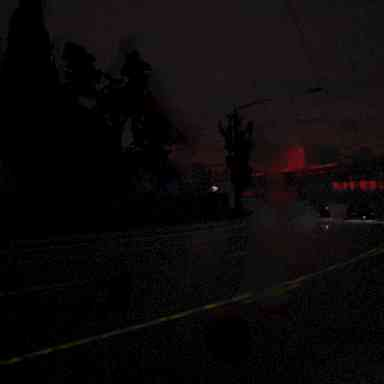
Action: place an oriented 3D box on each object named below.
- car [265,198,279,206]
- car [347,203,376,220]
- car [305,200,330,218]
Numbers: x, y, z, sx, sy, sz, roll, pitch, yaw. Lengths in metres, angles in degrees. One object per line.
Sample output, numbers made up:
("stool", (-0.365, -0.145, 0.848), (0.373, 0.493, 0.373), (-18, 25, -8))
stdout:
("car", (16.994, 2.077, 70.579), (1.837, 1.490, 4.892), (-1, -1, -4))
("car", (15.198, 1.732, 30.085), (2.033, 1.411, 5.357), (-1, -1, 20))
("car", (12.370, 1.598, 32.882), (2.097, 1.767, 4.553), (-1, -1, 17))
